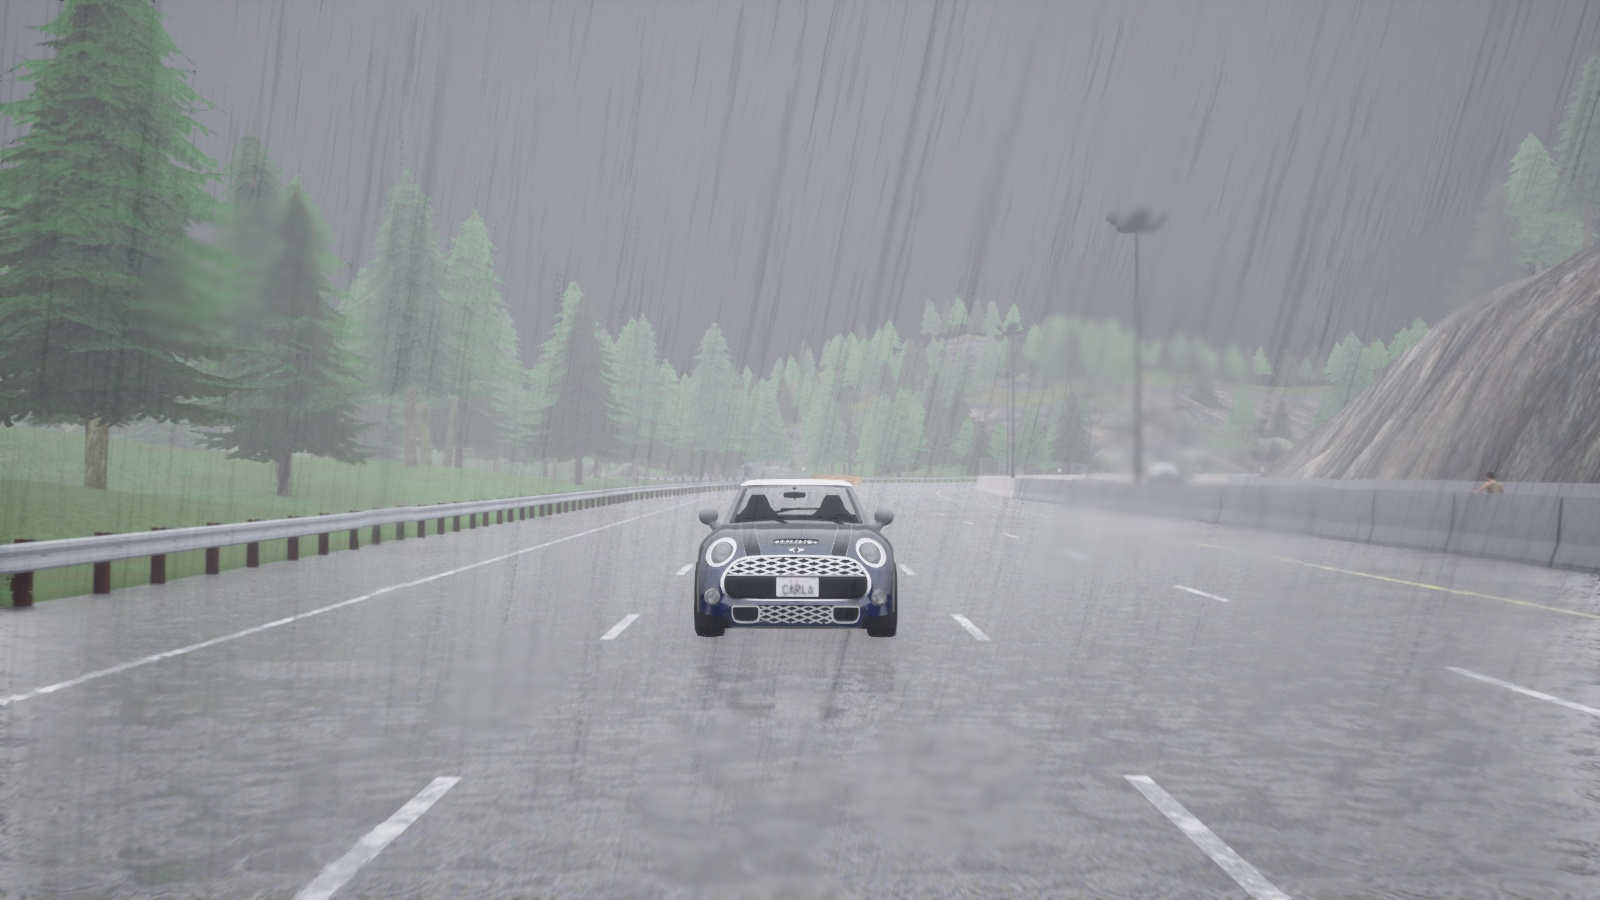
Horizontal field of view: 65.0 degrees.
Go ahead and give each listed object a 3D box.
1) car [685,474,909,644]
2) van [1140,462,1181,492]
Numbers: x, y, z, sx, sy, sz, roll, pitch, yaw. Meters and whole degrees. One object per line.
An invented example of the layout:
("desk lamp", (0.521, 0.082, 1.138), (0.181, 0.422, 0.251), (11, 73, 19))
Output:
("car", (-0.031, 0.997, 12.976), (1.970, 1.475, 3.806), (0, -1, 0))
("van", (25.646, 1.932, 89.373), (2.069, 2.038, 4.480), (-1, -1, 7))
